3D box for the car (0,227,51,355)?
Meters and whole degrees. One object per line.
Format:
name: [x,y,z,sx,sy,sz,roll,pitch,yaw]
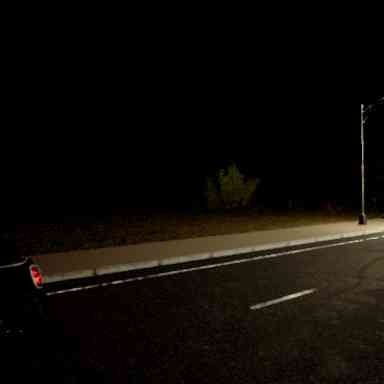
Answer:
car: [-4.467,1.356,4.470,4.553,1.767,2.097,0,0,-35]
